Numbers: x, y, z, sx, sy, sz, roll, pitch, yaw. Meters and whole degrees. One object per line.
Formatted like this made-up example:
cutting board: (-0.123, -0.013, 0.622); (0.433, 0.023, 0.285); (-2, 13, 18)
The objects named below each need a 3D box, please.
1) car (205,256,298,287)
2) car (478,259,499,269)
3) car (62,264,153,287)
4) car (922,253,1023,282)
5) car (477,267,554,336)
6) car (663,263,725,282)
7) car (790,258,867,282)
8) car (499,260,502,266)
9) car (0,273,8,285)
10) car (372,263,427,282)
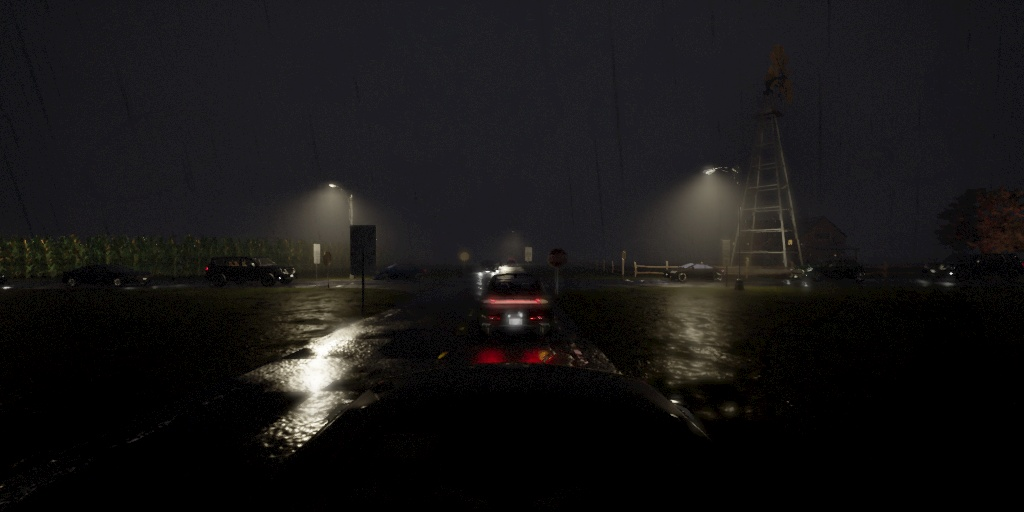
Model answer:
car: (-18.154, 1.039, 25.060); (5.566, 2.045, 2.150); (0, 1, 0)
car: (-2.930, 1.226, 43.596); (1.837, 1.490, 4.892); (0, 0, 0)
car: (-28.189, 1.332, 25.066); (5.008, 1.535, 1.882); (0, 1, 0)
car: (34.510, 0.812, 26.883); (5.566, 2.045, 2.150); (0, 1, 3)
car: (0.095, 1.239, 10.340); (2.128, 1.511, 4.902); (0, 0, 0)
car: (13.921, 1.229, 27.542); (4.181, 1.385, 1.994); (0, 1, 2)
car: (23.901, 0.983, 27.262); (4.553, 1.767, 2.097); (0, 1, 2)
car: (-2.945, 1.305, 55.952); (1.895, 1.301, 4.718); (0, 0, 0)
car: (-38.429, 1.419, 25.017); (4.674, 1.442, 1.812); (0, 1, -1)
car: (-8.944, 1.297, 28.640); (4.181, 1.385, 1.994); (-1, 1, -24)
